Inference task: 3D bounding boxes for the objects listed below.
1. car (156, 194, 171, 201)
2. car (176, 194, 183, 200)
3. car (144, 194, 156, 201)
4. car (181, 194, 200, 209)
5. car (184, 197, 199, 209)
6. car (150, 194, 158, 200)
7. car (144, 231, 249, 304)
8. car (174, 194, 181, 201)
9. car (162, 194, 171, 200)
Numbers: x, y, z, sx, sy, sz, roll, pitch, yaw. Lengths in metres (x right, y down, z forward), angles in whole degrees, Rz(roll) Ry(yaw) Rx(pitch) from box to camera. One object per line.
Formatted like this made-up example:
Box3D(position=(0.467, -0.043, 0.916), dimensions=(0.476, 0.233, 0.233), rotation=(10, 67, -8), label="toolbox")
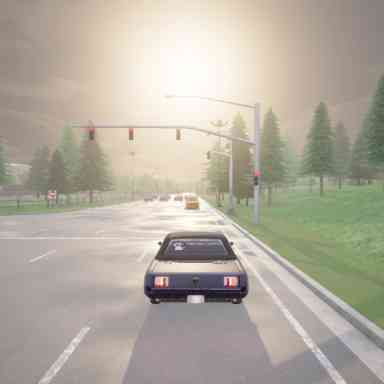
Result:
Box3D(position=(-6.872, 1.531, 80.377), dimensions=(2.033, 1.411, 5.357), rotation=(0, 0, 0), label="car")
Box3D(position=(-3.355, 1.357, 90.791), dimensions=(1.812, 1.442, 4.674), rotation=(0, 0, 0), label="car")
Box3D(position=(-10.372, 1.531, 80.382), dimensions=(2.033, 1.411, 5.357), rotation=(0, 0, 0), label="car")
Box3D(position=(-0.064, 1.089, 46.243), dimensions=(1.882, 1.535, 5.008), rotation=(-3, 17, -4), label="car")
Box3D(position=(0.006, 1.576, 49.746), dimensions=(2.033, 1.411, 5.357), rotation=(-1, 1, 1), label="car")
Box3D(position=(-10.355, 1.332, 90.802), dimensions=(1.837, 1.490, 4.892), rotation=(0, 0, 0), label="car")
Box3D(position=(0.092, 1.601, 8.078), dimensions=(1.895, 1.301, 4.718), rotation=(0, 0, 0), label="car")
Box3D(position=(-3.371, 1.545, 80.788), dimensions=(1.994, 1.385, 4.181), rotation=(0, 0, 0), label="car")
Box3D(position=(-6.855, 1.372, 90.797), dimensions=(2.033, 1.411, 5.357), rotation=(0, 0, 0), label="car")
